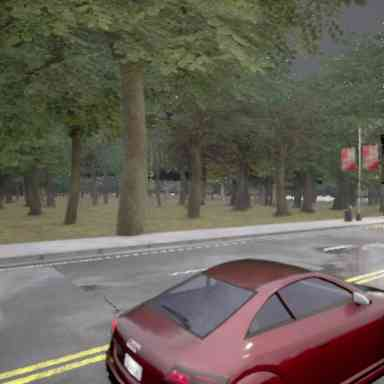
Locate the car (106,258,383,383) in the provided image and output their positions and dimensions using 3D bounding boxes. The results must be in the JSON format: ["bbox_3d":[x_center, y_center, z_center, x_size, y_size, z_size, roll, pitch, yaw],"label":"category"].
[{"bbox_3d":[1.090,1.582,4.220,4.181,1.385,1.994,0,0,-36],"label":"car"}]
